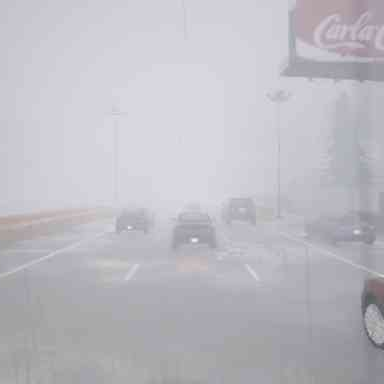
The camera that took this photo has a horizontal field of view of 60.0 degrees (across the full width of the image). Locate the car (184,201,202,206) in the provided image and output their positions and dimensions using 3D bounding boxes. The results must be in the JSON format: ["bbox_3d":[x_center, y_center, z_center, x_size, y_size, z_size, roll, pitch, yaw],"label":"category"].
[{"bbox_3d":[0.070,1.845,40.551,1.837,1.490,4.892,0,0,0],"label":"car"}]

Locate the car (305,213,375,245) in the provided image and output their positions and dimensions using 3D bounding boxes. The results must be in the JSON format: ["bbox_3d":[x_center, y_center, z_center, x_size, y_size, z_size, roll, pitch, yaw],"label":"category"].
[{"bbox_3d":[7.094,1.701,16.312,1.994,1.385,4.181,0,0,0],"label":"car"}]

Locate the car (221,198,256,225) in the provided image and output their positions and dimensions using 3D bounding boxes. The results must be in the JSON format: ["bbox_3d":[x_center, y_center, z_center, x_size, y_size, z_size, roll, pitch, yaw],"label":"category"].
[{"bbox_3d":[3.586,1.442,26.123,2.150,2.045,5.566,0,0,0],"label":"car"}]

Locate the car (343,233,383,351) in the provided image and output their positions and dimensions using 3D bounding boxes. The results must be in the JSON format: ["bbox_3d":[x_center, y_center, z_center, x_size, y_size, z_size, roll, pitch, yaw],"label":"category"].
[{"bbox_3d":[3.599,1.506,3.267,1.882,1.535,5.008,0,0,0],"label":"car"}]

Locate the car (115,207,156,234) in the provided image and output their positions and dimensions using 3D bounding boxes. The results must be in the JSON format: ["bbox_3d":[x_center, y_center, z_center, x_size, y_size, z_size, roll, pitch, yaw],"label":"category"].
[{"bbox_3d":[-3.410,1.678,20.544,1.837,1.490,4.892,0,0,0],"label":"car"}]

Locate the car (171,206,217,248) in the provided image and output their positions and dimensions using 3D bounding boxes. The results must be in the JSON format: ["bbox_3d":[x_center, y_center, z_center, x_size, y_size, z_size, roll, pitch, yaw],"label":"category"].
[{"bbox_3d":[0.095,1.636,15.456,1.837,1.490,4.892,0,0,0],"label":"car"}]
